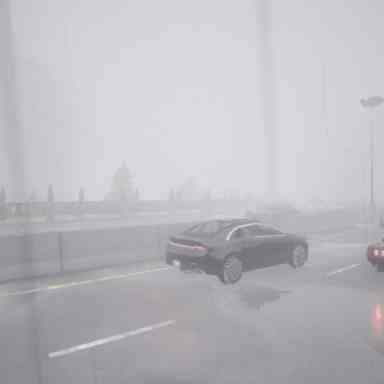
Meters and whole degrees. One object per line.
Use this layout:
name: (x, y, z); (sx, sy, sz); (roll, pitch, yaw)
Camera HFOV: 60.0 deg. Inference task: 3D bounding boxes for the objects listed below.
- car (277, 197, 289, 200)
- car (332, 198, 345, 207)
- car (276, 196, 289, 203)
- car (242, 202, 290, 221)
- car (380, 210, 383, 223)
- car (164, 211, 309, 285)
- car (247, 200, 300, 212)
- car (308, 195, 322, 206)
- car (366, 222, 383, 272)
car: (12.724, 1.762, 45.505); (2.128, 1.511, 4.902); (0, -1, 28)
car: (26.200, 1.851, 59.656); (1.837, 1.490, 4.892); (0, 0, 18)
car: (22.942, 1.939, 84.423); (2.097, 1.767, 4.553); (0, -1, 2)
car: (6.787, 1.696, 30.129); (2.033, 1.411, 5.357); (0, -1, 39)
car: (14.414, 1.435, 22.719); (2.097, 1.767, 4.553); (-1, -1, 40)
car: (1.490, 1.526, 9.665); (4.902, 1.511, 2.128); (0, 0, -40)
car: (6.118, 1.584, 24.063); (1.882, 1.535, 5.008); (0, 0, 42)
car: (24.214, 1.645, 65.718); (2.150, 2.045, 5.566); (0, -1, 14)
car: (6.972, 1.626, 9.763); (4.718, 1.301, 1.895); (0, 0, -42)
